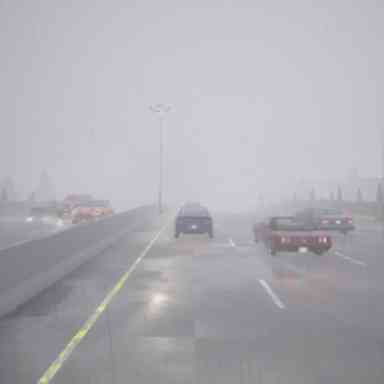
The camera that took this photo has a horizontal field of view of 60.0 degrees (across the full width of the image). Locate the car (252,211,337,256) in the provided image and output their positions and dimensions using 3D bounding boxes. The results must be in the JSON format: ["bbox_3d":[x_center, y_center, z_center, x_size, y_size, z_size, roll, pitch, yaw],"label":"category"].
[{"bbox_3d":[3.599,1.579,12.967,1.895,1.301,4.718,0,0,0],"label":"car"}]

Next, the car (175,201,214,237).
[{"bbox_3d":[0.099,1.449,17.822,1.882,1.535,5.008,0,0,0],"label":"car"}]

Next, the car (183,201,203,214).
[{"bbox_3d":[0.098,1.660,36.546,1.994,1.385,4.181,0,-2,0],"label":"car"}]

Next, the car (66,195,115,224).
[{"bbox_3d":[-7.098,1.314,24.138,2.097,1.767,4.553,0,0,0],"label":"car"}]

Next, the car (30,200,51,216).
[{"bbox_3d":[-14.094,1.483,32.799,1.882,1.535,5.008,0,-1,0],"label":"car"}]

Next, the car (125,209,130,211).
[{"bbox_3d":[-14.005,4.612,73.848,2.097,1.767,4.553,0,-6,0],"label":"car"}]

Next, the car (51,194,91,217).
[{"bbox_3d":[-10.597,1.194,30.772,2.150,2.045,5.566,0,0,0],"label":"car"}]

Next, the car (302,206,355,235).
[{"bbox_3d":[7.099,1.515,18.662,2.033,1.411,5.357,0,0,0],"label":"car"}]
